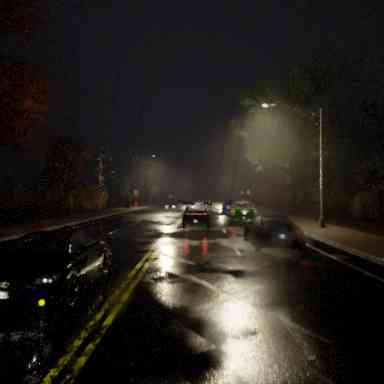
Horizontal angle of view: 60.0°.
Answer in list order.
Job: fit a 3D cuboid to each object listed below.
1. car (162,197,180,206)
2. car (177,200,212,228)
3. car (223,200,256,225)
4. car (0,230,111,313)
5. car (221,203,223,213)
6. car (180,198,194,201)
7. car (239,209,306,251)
[{"bbox_3d":[-3.720,1.778,61.867,2.033,1.411,5.357,0,0,4],"label":"car"},{"bbox_3d":[0.349,1.598,23.188,2.128,1.511,4.902,0,0,3],"label":"car"},{"bbox_3d":[3.739,1.467,25.307,2.097,1.767,4.553,0,0,2],"label":"car"},{"bbox_3d":[-3.282,1.601,7.729,1.994,1.385,4.181,0,0,1],"label":"car"},{"bbox_3d":[4.234,1.632,36.250,1.882,1.535,5.008,0,0,3],"label":"car"},{"bbox_3d":[-0.560,1.830,60.777,1.895,1.301,4.718,0,0,5],"label":"car"},{"bbox_3d":[3.416,1.634,14.416,1.994,1.385,4.181,0,0,1],"label":"car"}]
